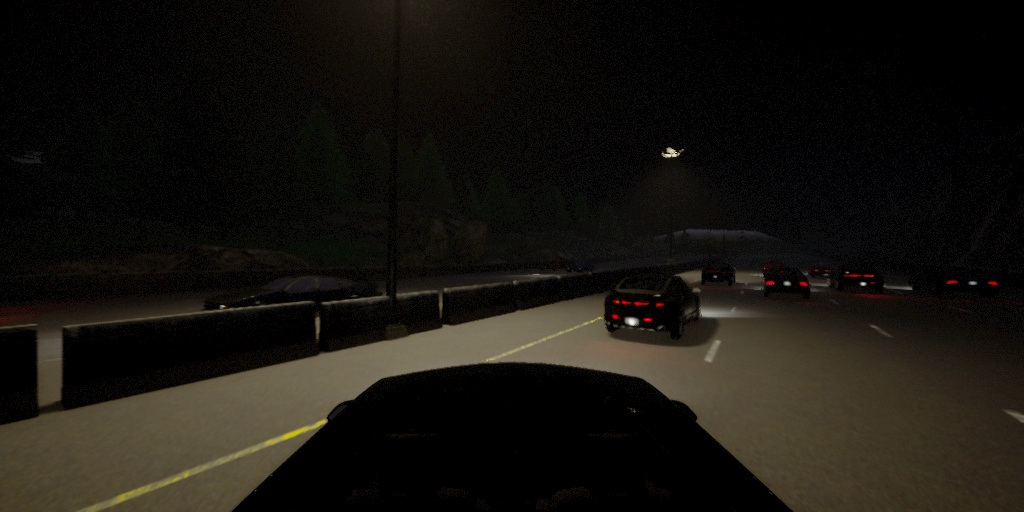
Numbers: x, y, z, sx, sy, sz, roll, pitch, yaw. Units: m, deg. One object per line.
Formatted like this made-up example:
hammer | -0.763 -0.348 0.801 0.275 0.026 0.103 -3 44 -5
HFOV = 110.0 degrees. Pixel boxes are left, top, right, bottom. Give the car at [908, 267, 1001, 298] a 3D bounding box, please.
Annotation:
car | 22.564 1.279 18.516 2.033 1.411 5.357 0 0 35

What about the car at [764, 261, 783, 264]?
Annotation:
car | 23.743 1.198 32.519 1.812 1.442 4.674 0 1 35

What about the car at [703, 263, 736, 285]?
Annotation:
car | 15.081 1.234 26.154 1.882 1.535 5.008 0 0 35

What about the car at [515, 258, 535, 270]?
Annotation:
car | 2.111 0.945 44.488 1.994 1.385 4.181 0 0 35

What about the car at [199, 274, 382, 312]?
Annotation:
car | -7.323 1.359 12.600 2.033 1.411 5.357 0 0 35

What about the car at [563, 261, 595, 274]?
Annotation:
car | 7.862 1.316 40.493 1.812 1.442 4.674 0 0 35

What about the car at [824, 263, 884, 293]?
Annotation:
car | 20.111 1.244 21.124 1.837 1.490 4.892 0 0 35

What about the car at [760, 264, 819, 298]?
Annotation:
car | 14.157 1.319 18.665 2.033 1.411 5.357 0 0 35

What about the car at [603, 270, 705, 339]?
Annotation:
car | 4.191 1.295 10.430 1.837 1.490 4.892 0 0 35

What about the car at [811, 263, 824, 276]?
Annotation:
car | 27.532 1.248 31.837 1.895 1.301 4.718 0 0 35

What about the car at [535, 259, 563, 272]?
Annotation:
car | 4.987 1.037 42.492 1.994 1.385 4.181 0 0 35
